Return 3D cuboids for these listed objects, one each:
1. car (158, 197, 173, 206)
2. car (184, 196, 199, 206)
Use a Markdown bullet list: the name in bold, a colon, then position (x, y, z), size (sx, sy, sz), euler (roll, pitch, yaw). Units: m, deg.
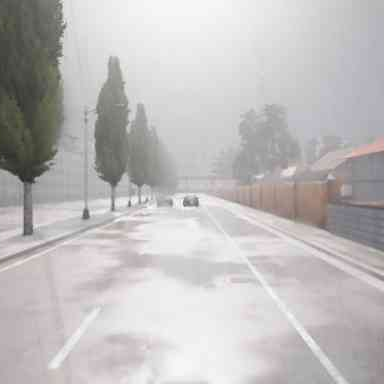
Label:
- **car**: position (-3.584, 1.279, 46.032), size (1.895, 1.301, 4.718), euler (0, 0, 0)
- **car**: position (-0.087, 1.232, 47.062), size (1.994, 1.385, 4.181), euler (0, 0, 0)
